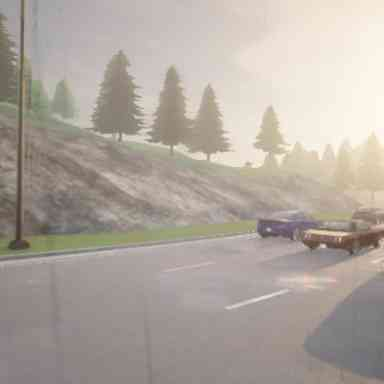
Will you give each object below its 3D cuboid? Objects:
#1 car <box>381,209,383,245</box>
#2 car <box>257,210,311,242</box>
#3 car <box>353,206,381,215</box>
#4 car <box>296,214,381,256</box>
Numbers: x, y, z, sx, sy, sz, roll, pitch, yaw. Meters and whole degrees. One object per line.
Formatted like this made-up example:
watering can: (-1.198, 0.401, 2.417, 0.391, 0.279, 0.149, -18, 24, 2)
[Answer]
car: (8.677, 1.428, 11.465, 5.566, 2.045, 2.150, 1, -1, -44)
car: (5.556, 1.742, 18.216, 5.008, 1.535, 1.882, 1, -1, -45)
car: (15.245, 1.965, 28.339, 1.837, 1.490, 4.892, 0, -1, 44)
car: (6.655, 1.826, 14.383, 4.718, 1.301, 1.895, 1, -1, -44)
